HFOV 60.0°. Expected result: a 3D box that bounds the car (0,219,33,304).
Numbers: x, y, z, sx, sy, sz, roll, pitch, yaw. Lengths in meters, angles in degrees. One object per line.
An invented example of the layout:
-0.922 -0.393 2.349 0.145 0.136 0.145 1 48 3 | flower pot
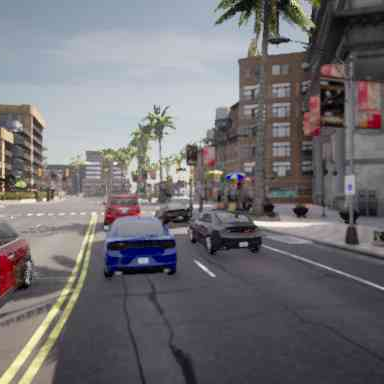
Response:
-4.482 1.358 5.921 2.097 1.767 4.553 0 0 -11 | car

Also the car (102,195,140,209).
-4.575 1.201 21.670 2.150 2.045 5.566 0 0 -15 | car

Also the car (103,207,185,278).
-1.688 1.466 10.278 1.882 1.535 5.008 0 0 -13 | car

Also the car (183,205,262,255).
1.146 1.478 13.292 1.837 1.490 4.892 0 0 -13 | car

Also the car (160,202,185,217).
-1.331 1.443 23.032 1.882 1.535 5.008 0 0 -15 | car
